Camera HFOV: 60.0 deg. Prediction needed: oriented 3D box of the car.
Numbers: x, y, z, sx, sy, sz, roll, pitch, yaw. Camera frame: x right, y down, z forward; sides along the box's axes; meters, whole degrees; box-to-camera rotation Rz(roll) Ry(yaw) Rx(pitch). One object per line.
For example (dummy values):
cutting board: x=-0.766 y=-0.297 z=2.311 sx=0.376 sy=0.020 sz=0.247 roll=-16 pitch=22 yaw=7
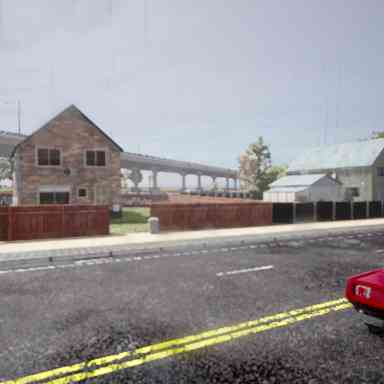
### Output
car: x=5.005 y=1.634 z=5.939 sx=4.718 sy=1.301 sz=1.895 roll=0 pitch=0 yaw=-30
